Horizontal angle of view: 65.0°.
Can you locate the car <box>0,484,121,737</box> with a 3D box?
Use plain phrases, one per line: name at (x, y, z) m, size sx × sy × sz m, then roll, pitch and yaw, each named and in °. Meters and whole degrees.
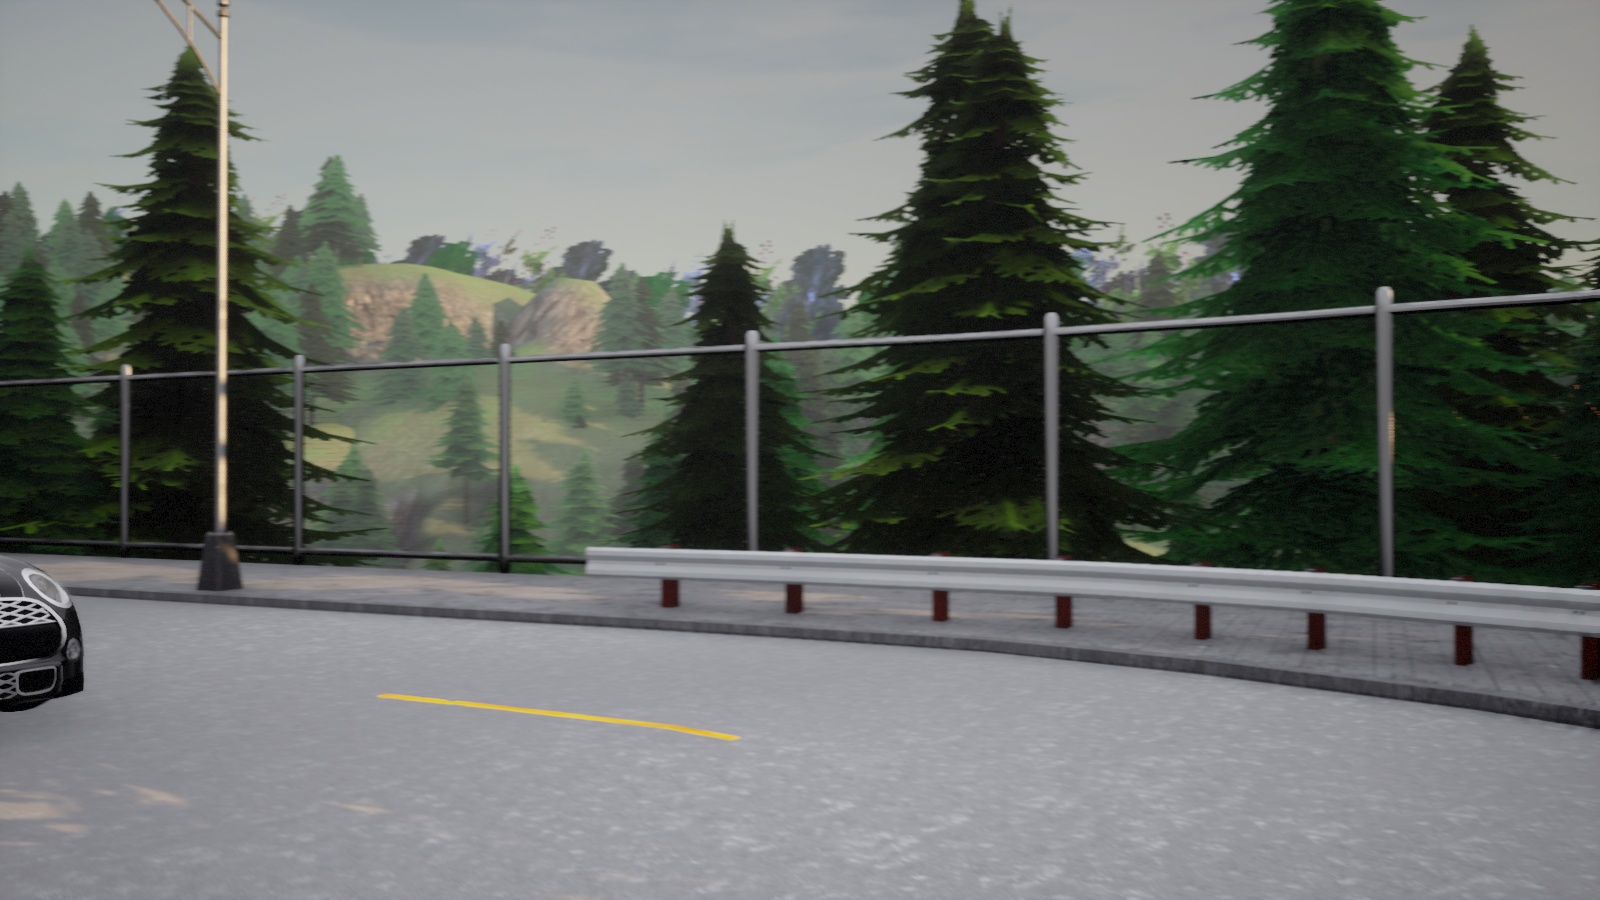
car at (-6.523, 0.977, 8.002) m, size 3.806 × 1.475 × 1.970 m, roll -1°, pitch -1°, yaw 24°
